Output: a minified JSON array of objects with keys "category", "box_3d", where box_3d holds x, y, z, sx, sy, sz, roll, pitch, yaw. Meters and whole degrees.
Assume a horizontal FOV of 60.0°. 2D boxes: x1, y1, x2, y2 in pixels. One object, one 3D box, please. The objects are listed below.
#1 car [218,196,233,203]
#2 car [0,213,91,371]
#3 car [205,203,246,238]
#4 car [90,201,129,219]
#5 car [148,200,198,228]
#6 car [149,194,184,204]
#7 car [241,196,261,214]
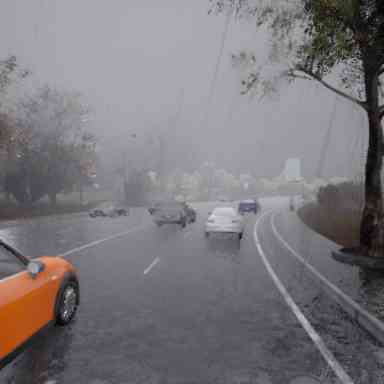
[{"category":"car","box_3d":[6.709,1.481,66.395,1.994,1.385,4.181,0,0,23]},{"category":"car","box_3d":[-3.146,1.336,4.202,2.097,1.767,4.553,0,0,2]},{"category":"car","box_3d":[1.806,1.515,17.682,1.812,1.442,4.674,0,0,10]},{"category":"car","box_3d":[-6.921,1.496,28.150,1.994,1.385,4.181,0,0,14]},{"category":"car","box_3d":[-0.942,1.518,22.231,2.033,1.411,5.357,0,0,12]},{"category":"car","box_3d":[-2.313,1.171,32.067,2.150,2.045,5.566,0,0,16]},{"category":"car","box_3d":[6.118,1.467,35.090,1.882,1.535,5.008,0,0,17]}]
